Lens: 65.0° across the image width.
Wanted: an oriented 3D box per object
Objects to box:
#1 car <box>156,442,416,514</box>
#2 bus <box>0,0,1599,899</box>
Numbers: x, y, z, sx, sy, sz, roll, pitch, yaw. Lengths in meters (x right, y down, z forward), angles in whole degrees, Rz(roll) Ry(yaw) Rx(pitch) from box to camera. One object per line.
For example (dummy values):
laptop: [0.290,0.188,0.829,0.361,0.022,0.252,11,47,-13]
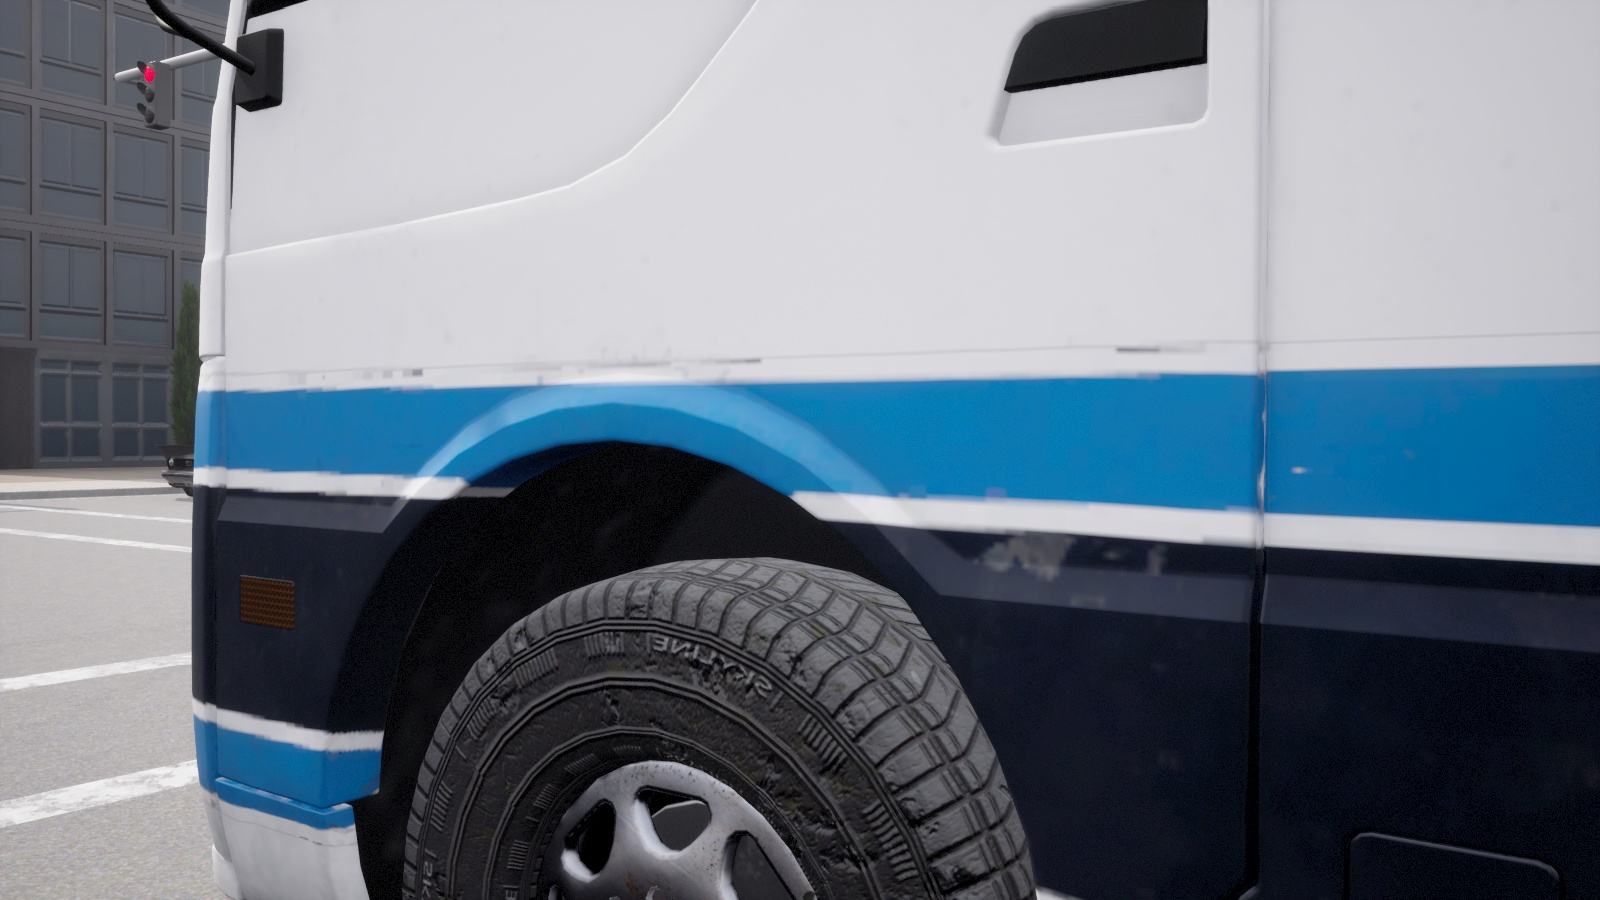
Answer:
car: [-10.509,0.516,26.022,1.895,1.301,4.718,0,1,34]
bus: [3.120,-0.694,1.523,10.273,4.253,3.944,0,1,34]
